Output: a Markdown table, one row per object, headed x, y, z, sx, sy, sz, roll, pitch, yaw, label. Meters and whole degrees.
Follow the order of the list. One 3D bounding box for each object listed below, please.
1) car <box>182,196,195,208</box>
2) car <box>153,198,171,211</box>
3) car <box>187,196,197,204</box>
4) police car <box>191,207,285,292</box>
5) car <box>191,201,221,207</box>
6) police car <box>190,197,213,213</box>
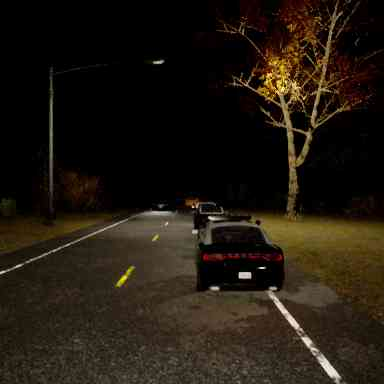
| x | y | z | sx | sy | sz | roll | pitch | yaw | label |
| --- | --- | --- | --- | --- | --- | --- | --- | --- | --- |
| -0.003 | 1.468 | 47.094 | 1.882 | 1.535 | 5.008 | 0 | 0 | 1 | car |
| -3.633 | 1.485 | 41.001 | 2.128 | 1.511 | 4.902 | 0 | 0 | 0 | car |
| -0.036 | 1.484 | 65.128 | 1.837 | 1.490 | 4.892 | 0 | 0 | 0 | car |
| 1.030 | 1.425 | 9.096 | 1.930 | 1.638 | 5.238 | 0 | 0 | 0 | police car |
| 1.016 | 1.504 | 18.980 | 1.837 | 1.490 | 4.892 | 0 | 0 | 0 | car |
| 1.016 | 1.422 | 25.090 | 1.930 | 1.638 | 5.238 | 0 | 0 | 0 | police car |
